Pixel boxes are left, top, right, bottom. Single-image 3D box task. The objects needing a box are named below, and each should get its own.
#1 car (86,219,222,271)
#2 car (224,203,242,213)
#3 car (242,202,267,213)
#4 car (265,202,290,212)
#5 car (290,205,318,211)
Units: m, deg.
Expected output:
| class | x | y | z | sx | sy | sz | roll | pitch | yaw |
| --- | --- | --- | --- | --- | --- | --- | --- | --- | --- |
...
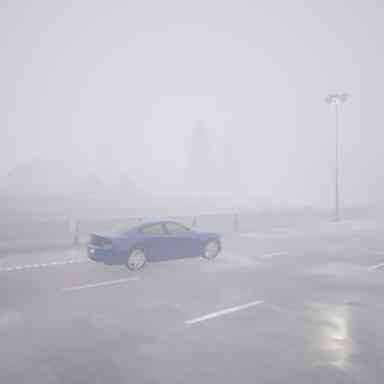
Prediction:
| class | x | y | z | sx | sy | sz | roll | pitch | yaw |
| --- | --- | --- | --- | --- | --- | --- | --- | --- | --- |
| car | -1.137 | 1.677 | 11.725 | 5.008 | 1.535 | 1.882 | 1 | -1 | -38 |
| car | 6.636 | 2.330 | 48.716 | 1.882 | 1.535 | 5.008 | -1 | -2 | 40 |
| car | 9.529 | 2.174 | 46.711 | 2.097 | 1.767 | 4.553 | -1 | -1 | 40 |
| car | 12.208 | 2.368 | 44.456 | 2.033 | 1.411 | 5.357 | -1 | -1 | 40 |
| car | 14.368 | 2.312 | 41.622 | 1.994 | 1.385 | 4.181 | -1 | -1 | 40 |
